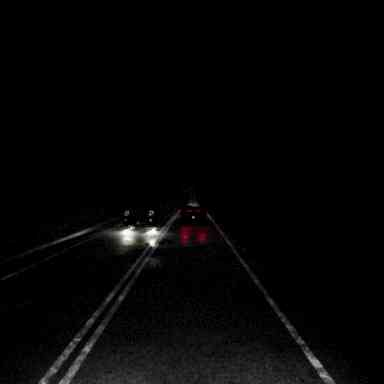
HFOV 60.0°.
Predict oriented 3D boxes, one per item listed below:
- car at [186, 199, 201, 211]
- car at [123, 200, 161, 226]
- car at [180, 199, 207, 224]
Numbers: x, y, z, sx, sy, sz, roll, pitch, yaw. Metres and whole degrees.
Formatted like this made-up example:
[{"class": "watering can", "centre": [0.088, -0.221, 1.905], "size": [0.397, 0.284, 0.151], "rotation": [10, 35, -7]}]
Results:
[{"class": "car", "centre": [0.159, 1.636, 43.002], "size": [1.812, 1.442, 4.674], "rotation": [0, 0, 0]}, {"class": "car", "centre": [-3.347, 1.351, 22.924], "size": [2.097, 1.767, 4.553], "rotation": [0, 0, 0]}, {"class": "car", "centre": [0.102, 1.498, 24.919], "size": [2.128, 1.511, 4.902], "rotation": [0, 0, 0]}]
